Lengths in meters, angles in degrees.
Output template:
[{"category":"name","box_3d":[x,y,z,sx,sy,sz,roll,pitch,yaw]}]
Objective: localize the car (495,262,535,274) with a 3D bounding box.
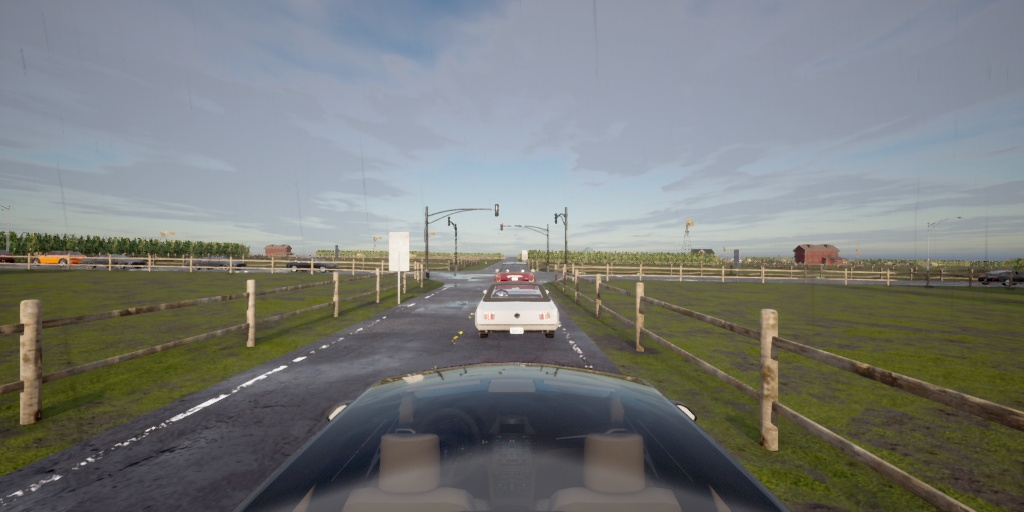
[{"category":"car","box_3d":[0.164,1.103,19.087,2.097,1.767,4.553,0,0,1]}]

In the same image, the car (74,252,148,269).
[{"category":"car","box_3d":[-40.759,0.570,36.729,5.357,1.411,2.033,1,0,1]}]

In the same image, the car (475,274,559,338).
[{"category":"car","box_3d":[0.117,1.351,10.098,1.895,1.301,4.718,0,0,0]}]

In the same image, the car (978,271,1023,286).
[{"category":"car","box_3d":[50.689,2.257,36.522,4.892,1.490,1.837,1,0,0]}]

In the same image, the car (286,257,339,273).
[{"category":"car","box_3d":[-20.348,0.896,36.674,4.892,1.490,1.837,1,0,0]}]

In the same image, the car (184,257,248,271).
[{"category":"car","box_3d":[-30.237,0.759,36.701,5.357,1.411,2.033,1,0,0]}]
